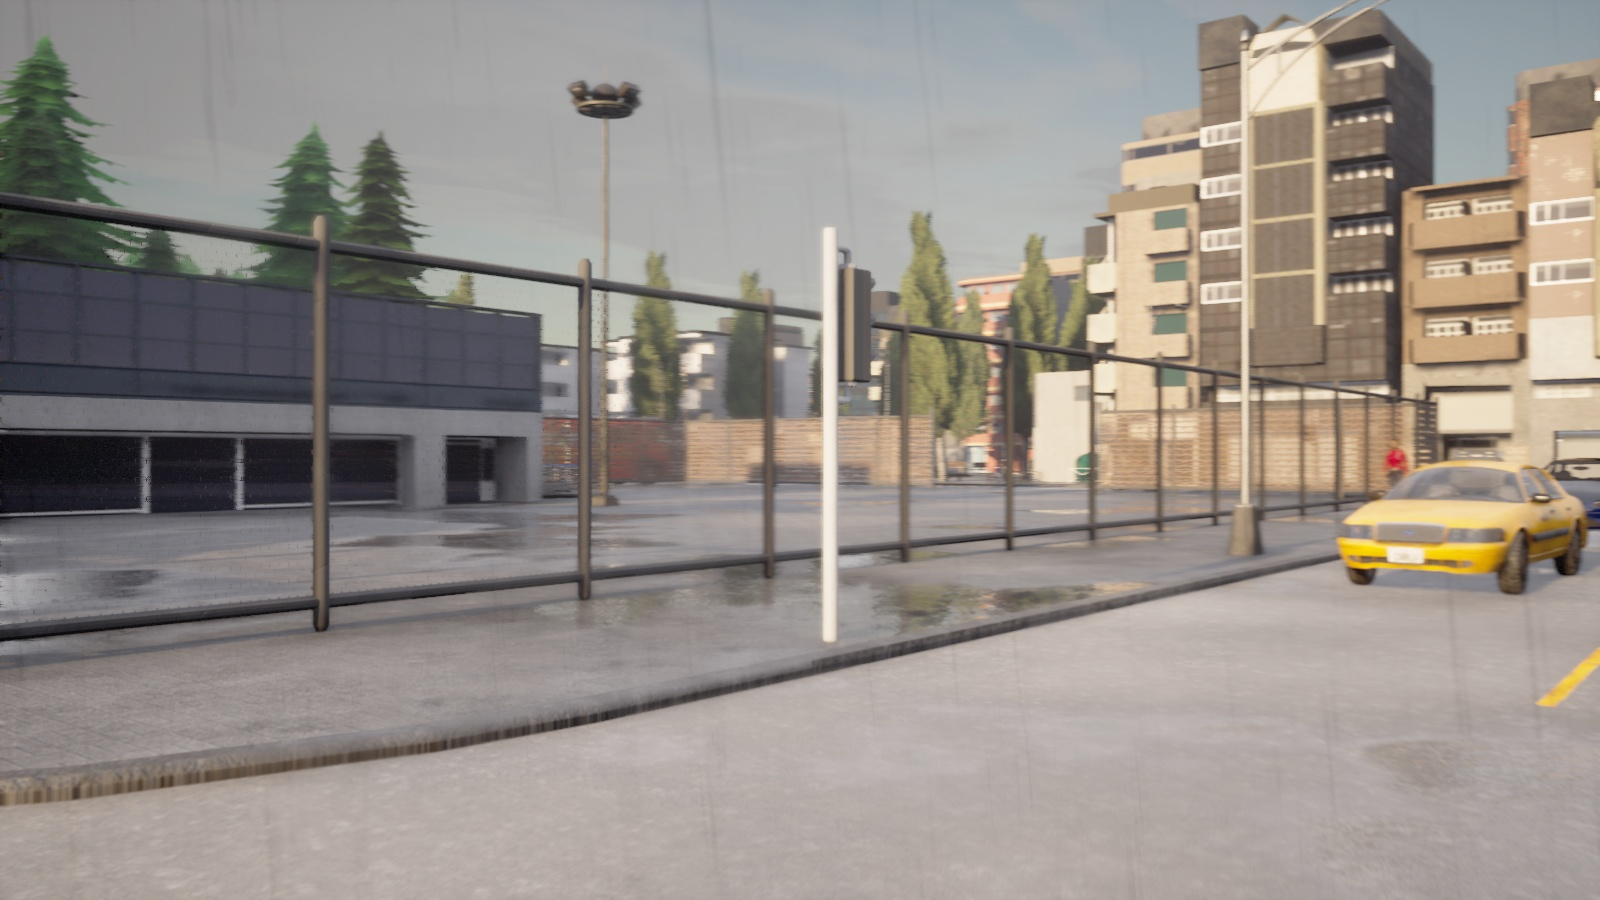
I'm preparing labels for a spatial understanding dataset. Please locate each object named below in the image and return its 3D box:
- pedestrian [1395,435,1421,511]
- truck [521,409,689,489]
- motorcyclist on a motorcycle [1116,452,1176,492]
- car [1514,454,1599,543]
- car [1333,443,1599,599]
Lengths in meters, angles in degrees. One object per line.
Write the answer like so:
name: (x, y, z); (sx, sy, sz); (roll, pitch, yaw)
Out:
pedestrian: (14.859, 0.555, 30.687); (0.636, 1.846, 0.331); (0, 0, -40)
truck: (-9.822, -0.031, 64.239); (2.891, 3.827, 8.468); (-1, 0, 44)
motorcyclist on a motorcycle: (14.531, 0.915, 52.791); (2.350, 1.649, 0.766); (0, 0, 39)
car: (14.475, 0.818, 22.818); (1.816, 1.474, 4.193); (-1, 0, 41)
car: (8.351, 0.731, 15.282); (1.801, 1.575, 5.366); (-1, 0, 42)
